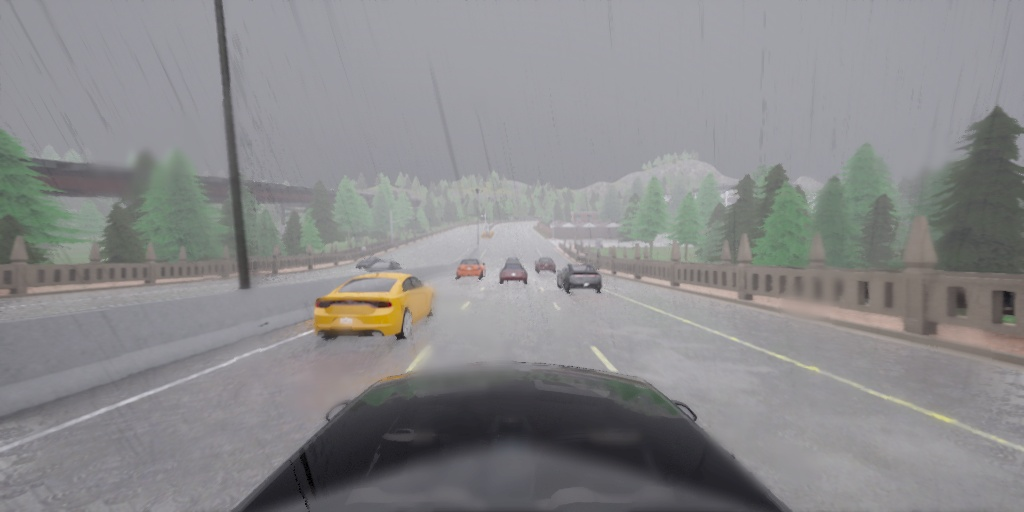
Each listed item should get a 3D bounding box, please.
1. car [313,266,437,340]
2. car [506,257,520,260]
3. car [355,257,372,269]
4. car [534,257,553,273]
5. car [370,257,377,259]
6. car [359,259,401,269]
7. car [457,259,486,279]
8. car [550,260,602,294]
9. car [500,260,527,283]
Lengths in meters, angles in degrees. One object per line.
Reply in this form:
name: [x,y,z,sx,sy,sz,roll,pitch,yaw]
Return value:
car: [-3.395,1.201,9.878,1.882,1.535,5.008,0,0,0]
car: [0.118,0.813,46.251,1.994,1.385,4.181,0,3,0]
car: [-17.506,0.881,44.656,2.033,1.411,5.357,0,3,1]
car: [3.617,0.880,39.950,2.097,1.767,4.553,0,2,0]
car: [-14.042,1.074,40.592,1.994,1.385,4.181,0,2,0]
car: [-10.567,1.184,29.658,1.812,1.442,4.674,0,0,0]
car: [-3.387,1.006,30.564,2.097,1.767,4.553,0,0,0]
car: [3.608,1.180,19.817,2.128,1.511,4.902,0,0,0]
car: [0.111,1.230,26.604,1.994,1.385,4.181,0,0,0]
